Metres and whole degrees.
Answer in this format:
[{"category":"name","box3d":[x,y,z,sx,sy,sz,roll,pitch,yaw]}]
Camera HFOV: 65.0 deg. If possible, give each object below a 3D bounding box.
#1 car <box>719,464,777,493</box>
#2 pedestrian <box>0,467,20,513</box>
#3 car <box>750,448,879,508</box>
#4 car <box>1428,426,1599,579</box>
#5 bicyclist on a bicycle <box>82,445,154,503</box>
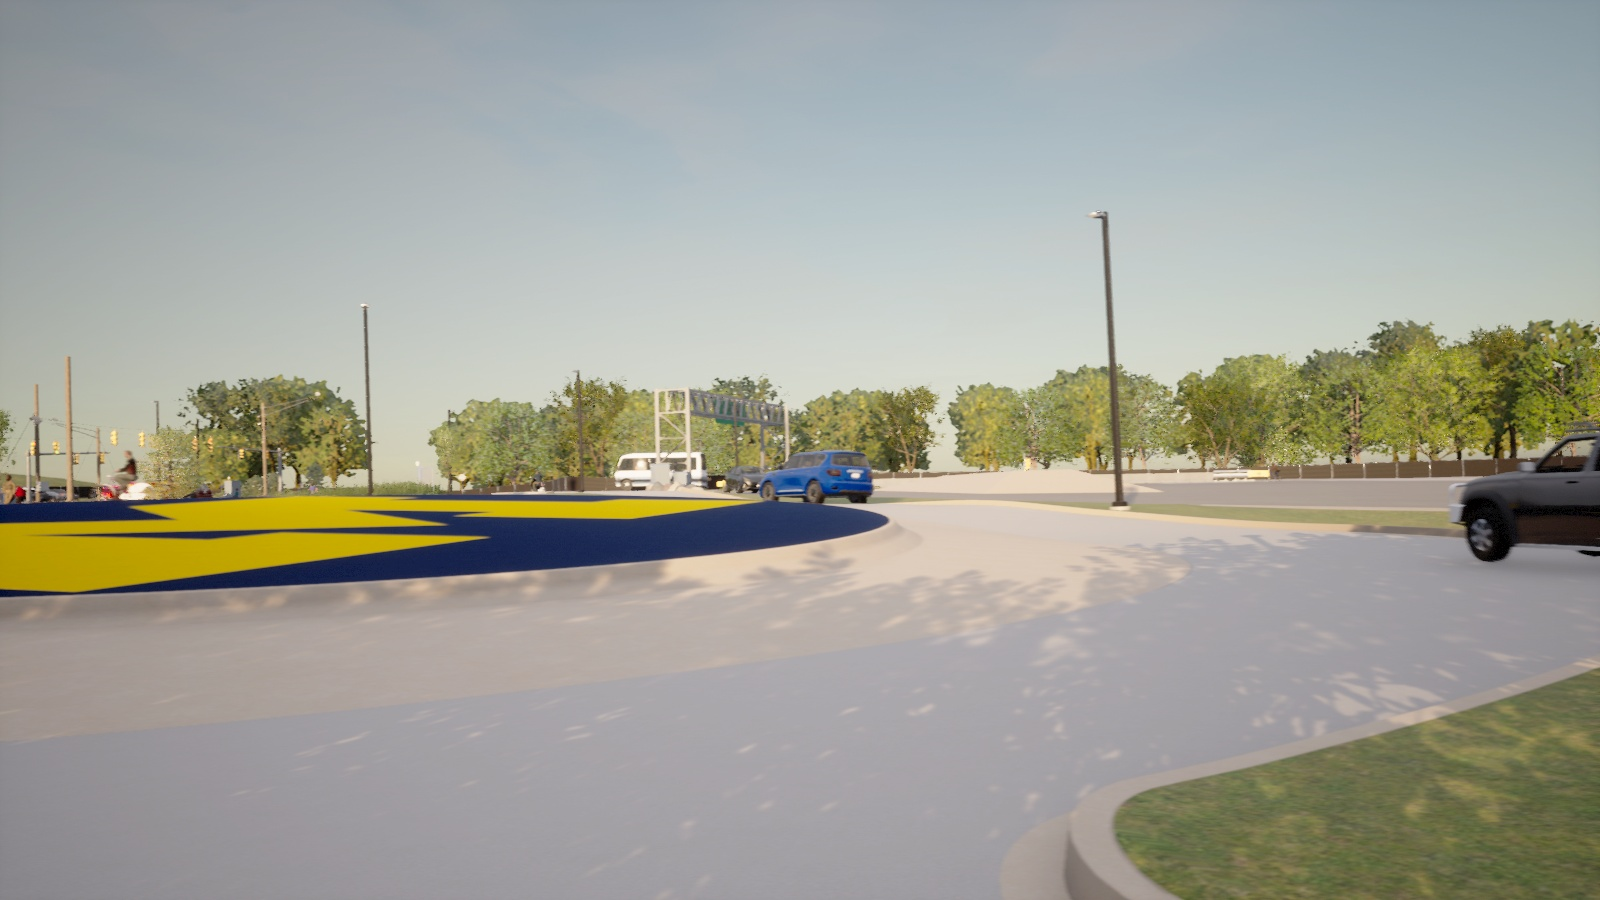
[{"category":"car","box3d":[-2.873,1.560,68.051,2.007,1.525,4.514,1,-1,-18]},{"category":"pedestrian","box3d":[-33.456,1.685,53.106,0.396,1.930,0.692,-2,-2,10]},{"category":"car","box3d":[0.464,1.125,47.607,2.150,2.045,5.566,5,-4,-32]},{"category":"car","box3d":[10.555,0.640,16.240,1.932,1.855,4.605,-2,-2,-9]},{"category":"bicyclist on a bicycle","box3d":[-21.080,0.732,38.845,1.843,1.776,0.659,0,0,-9]}]
